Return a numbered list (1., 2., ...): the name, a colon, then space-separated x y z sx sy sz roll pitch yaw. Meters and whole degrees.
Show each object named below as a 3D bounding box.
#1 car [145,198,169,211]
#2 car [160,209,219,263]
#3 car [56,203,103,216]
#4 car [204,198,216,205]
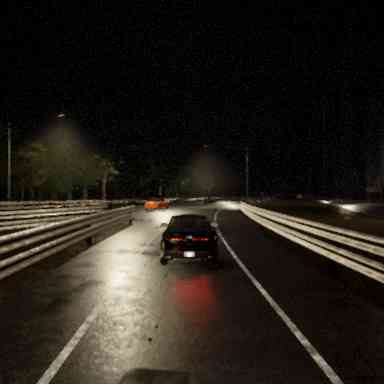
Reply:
1. car: -4.816 1.584 46.784 2.097 1.767 4.553 0 0 17
2. car: -0.088 1.565 12.150 1.837 1.490 4.892 0 0 0
3. car: -10.062 1.665 29.975 1.895 1.301 4.718 0 -1 17
4. car: 4.120 2.081 75.475 1.837 1.490 4.892 0 -1 17
